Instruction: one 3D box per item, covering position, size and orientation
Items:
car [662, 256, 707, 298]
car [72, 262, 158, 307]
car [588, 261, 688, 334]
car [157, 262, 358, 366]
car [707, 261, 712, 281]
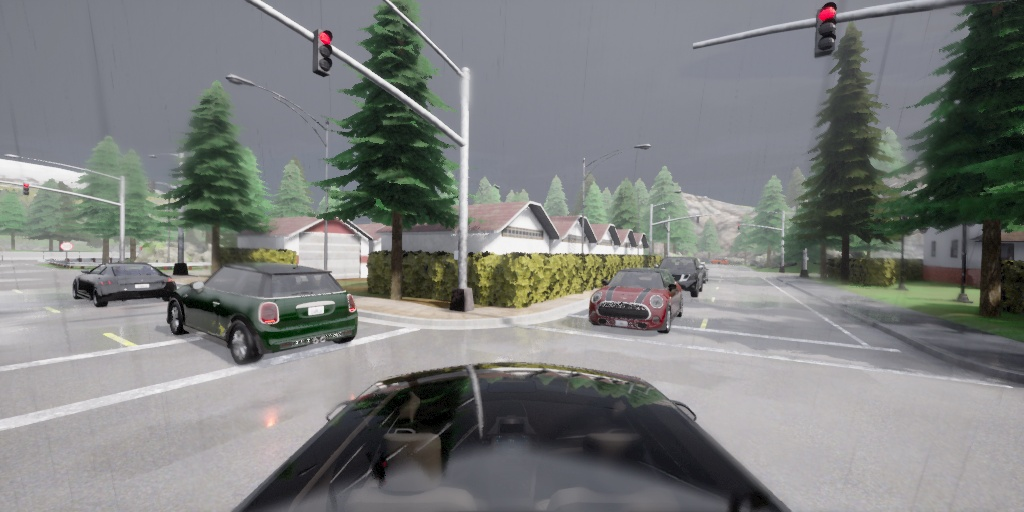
[{"bbox_3d":[9.342,1.048,20.036,2.150,2.045,5.566,1,1,31],"label":"car"},{"bbox_3d":[-14.104,0.911,13.045,4.181,1.385,1.994,2,1,31],"label":"car"},{"bbox_3d":[4.033,1.172,11.280,2.097,1.767,4.553,1,1,31],"label":"car"},{"bbox_3d":[-5.527,0.923,7.888,4.553,1.767,2.097,4,2,31],"label":"car"},{"bbox_3d":[14.640,1.338,28.787,1.837,1.490,4.892,1,1,31],"label":"car"}]
